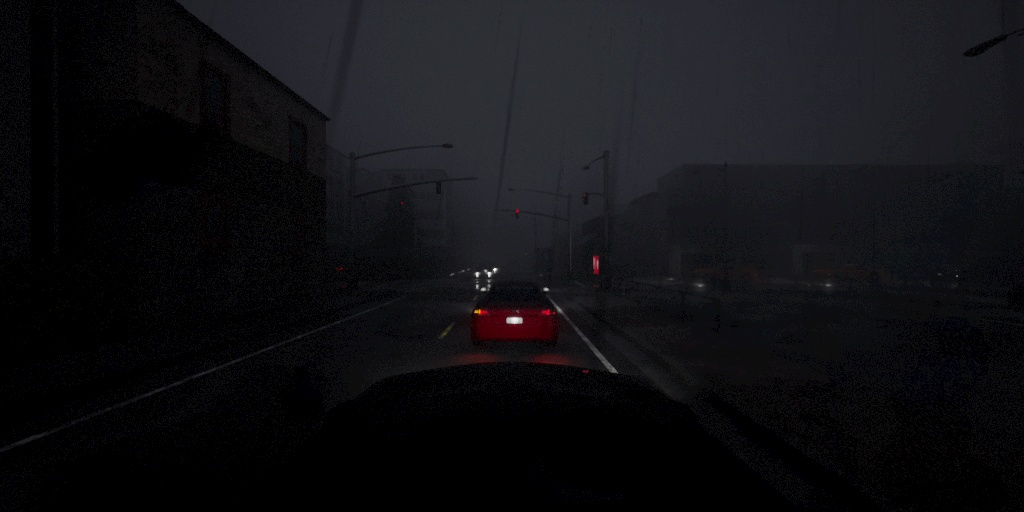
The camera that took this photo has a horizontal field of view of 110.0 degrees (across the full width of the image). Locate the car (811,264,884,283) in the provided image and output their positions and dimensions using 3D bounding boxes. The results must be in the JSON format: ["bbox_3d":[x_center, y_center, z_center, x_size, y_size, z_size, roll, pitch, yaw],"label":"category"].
[{"bbox_3d":[27.555,1.392,29.538,5.008,1.535,1.882,0,0,0],"label":"car"}]

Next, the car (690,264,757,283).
[{"bbox_3d":[17.330,1.392,29.529,5.008,1.535,1.882,0,0,0],"label":"car"}]

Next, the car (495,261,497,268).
[{"bbox_3d":[-3.506,1.326,60.111,1.895,1.301,4.718,0,0,0],"label":"car"}]

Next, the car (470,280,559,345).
[{"bbox_3d":[0.072,1.311,9.472,1.994,1.385,4.181,0,0,0],"label":"car"}]

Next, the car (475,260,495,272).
[{"bbox_3d":[-3.543,1.256,46.343,1.812,1.442,4.674,0,0,0],"label":"car"}]

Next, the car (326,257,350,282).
[{"bbox_3d":[-16.033,1.135,29.211,5.566,2.045,2.150,0,0,2],"label":"car"}]

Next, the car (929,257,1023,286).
[{"bbox_3d":[38.040,1.132,29.531,5.566,2.045,2.150,0,0,0],"label":"car"}]
